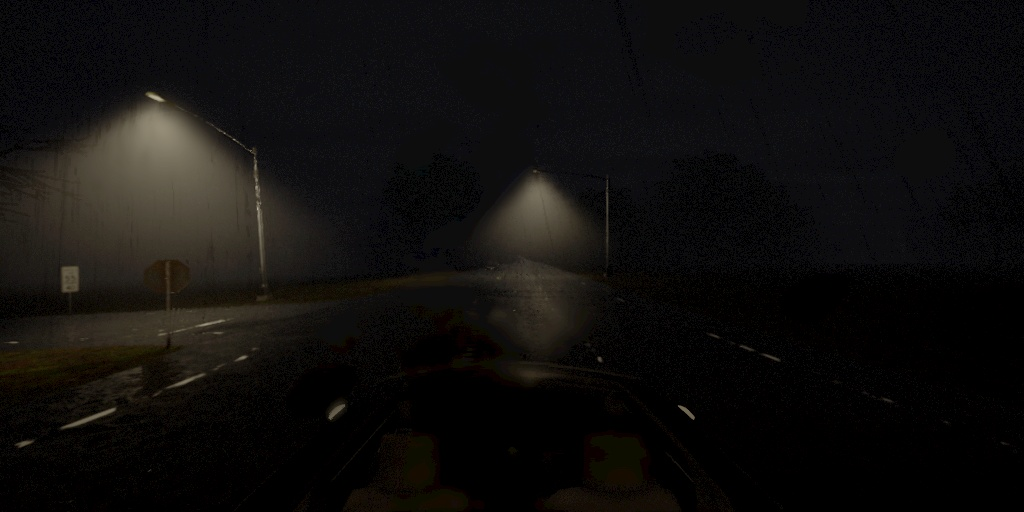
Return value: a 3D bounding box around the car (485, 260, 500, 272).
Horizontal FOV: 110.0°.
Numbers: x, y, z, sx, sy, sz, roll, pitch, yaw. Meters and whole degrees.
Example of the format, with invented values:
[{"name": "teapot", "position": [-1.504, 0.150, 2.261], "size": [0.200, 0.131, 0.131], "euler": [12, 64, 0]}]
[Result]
[{"name": "car", "position": [-2.599, 1.375, 48.978], "size": [1.837, 1.490, 4.892], "euler": [0, 0, 2]}]
